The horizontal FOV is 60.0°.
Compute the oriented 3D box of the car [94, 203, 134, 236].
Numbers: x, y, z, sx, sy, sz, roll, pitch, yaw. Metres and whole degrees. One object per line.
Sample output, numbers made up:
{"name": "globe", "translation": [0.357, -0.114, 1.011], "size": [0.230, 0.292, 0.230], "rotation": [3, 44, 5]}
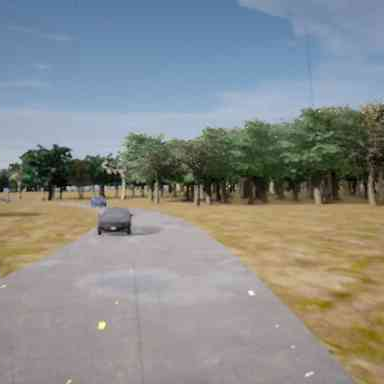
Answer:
{"name": "car", "translation": [-4.573, 1.689, 20.278], "size": [1.882, 1.535, 5.008], "rotation": [0, 0, -9]}

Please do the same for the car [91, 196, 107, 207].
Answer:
{"name": "car", "translation": [-16.829, 1.788, 59.990], "size": [2.150, 2.045, 5.566], "rotation": [-1, 0, -25]}
